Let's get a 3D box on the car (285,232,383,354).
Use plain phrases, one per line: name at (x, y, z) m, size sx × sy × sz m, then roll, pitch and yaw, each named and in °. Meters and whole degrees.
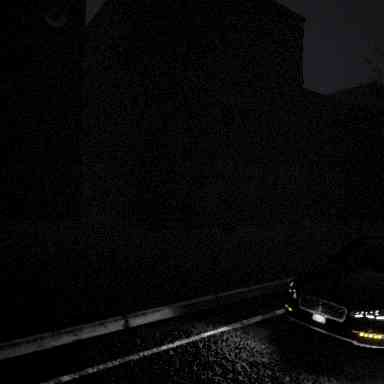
car at (3.751, 1.538, 6.047) m, size 4.892 × 1.490 × 1.837 m, roll 1°, pitch 0°, yaw -35°
